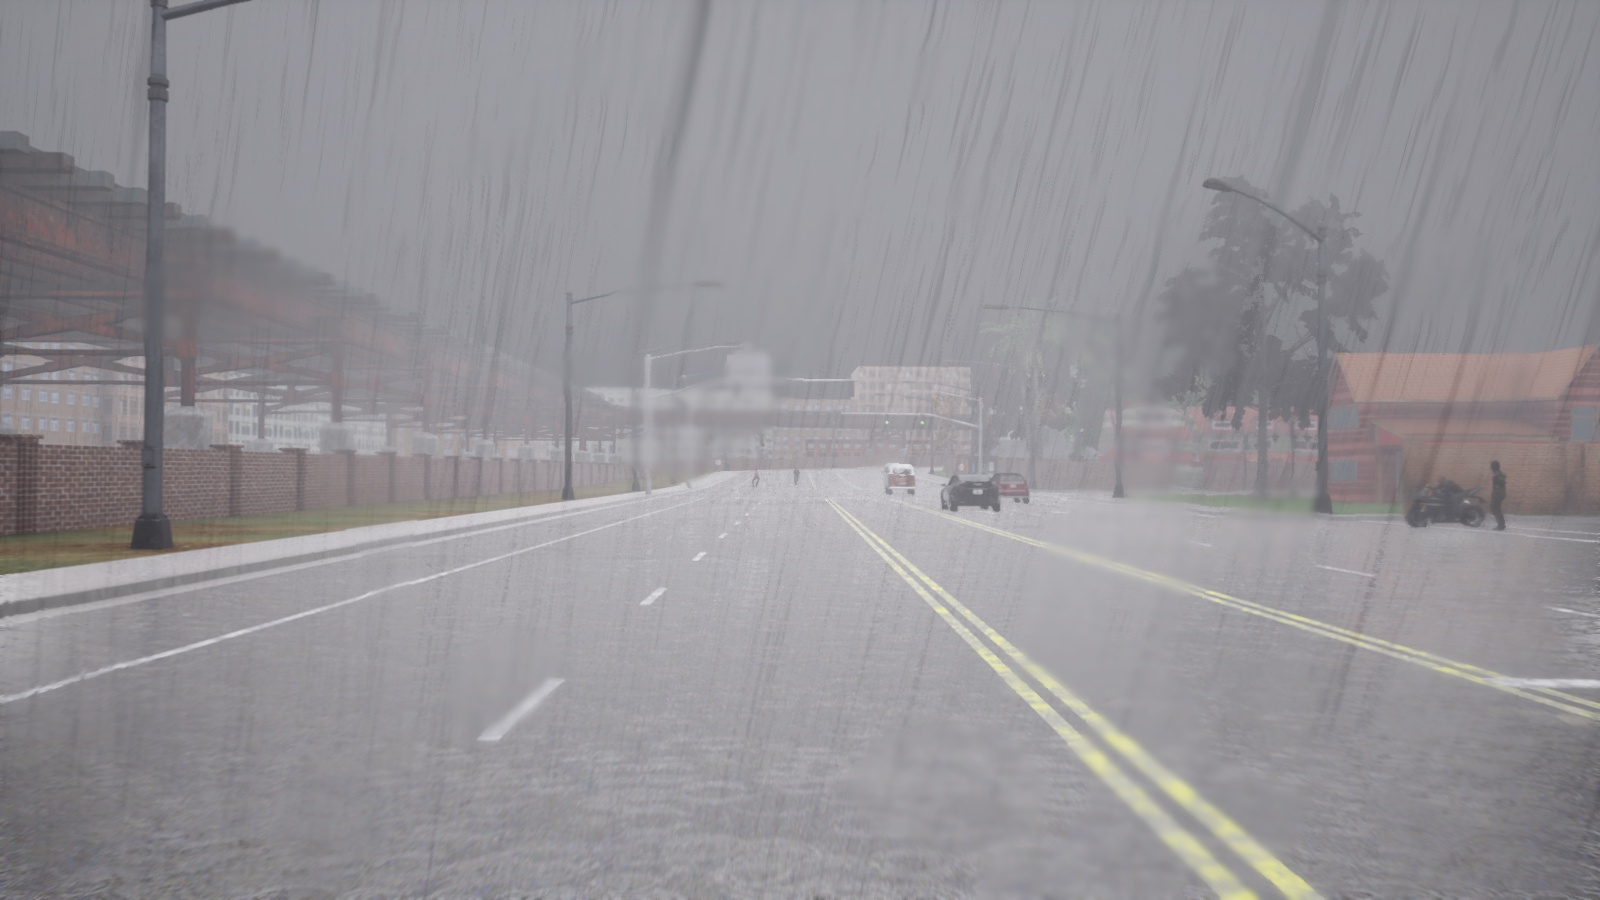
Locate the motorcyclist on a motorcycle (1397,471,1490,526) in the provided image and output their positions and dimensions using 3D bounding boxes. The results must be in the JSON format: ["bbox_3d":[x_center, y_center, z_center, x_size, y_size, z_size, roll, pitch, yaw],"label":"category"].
[{"bbox_3d":[18.401,1.378,35.944,2.191,1.530,0.866,0,-1,-1],"label":"motorcyclist on a motorcycle"}]

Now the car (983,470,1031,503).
[{"bbox_3d":[10.339,1.804,62.872,1.789,1.549,3.705,0,-1,0],"label":"car"}]

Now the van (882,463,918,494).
[{"bbox_3d":[6.780,1.930,85.349,2.069,2.038,4.480,0,-1,0],"label":"van"}]

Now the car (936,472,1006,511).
[{"bbox_3d":[6.863,1.638,50.836,2.163,1.488,4.792,0,-1,0],"label":"car"}]

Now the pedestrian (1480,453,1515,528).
[{"bbox_3d":[18.265,1.062,32.897,0.395,1.930,0.692,0,-1,-37],"label":"pedestrian"}]
